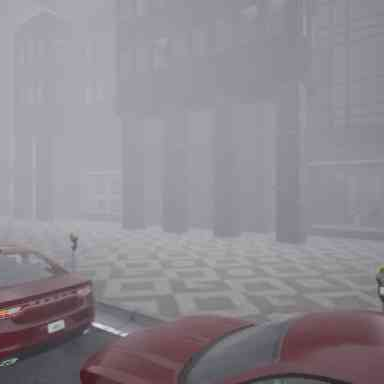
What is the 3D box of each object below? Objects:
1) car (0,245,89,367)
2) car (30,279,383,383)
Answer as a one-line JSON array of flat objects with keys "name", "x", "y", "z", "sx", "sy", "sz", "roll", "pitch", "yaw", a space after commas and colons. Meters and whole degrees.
[{"name": "car", "x": -3.518, "y": 1.551, "z": 5.473, "sx": 4.507, "sy": 1.381, "sz": 1.887, "roll": 0, "pitch": 0, "yaw": 36}, {"name": "car", "x": 1.070, "y": 1.545, "z": 2.199, "sx": 4.507, "sy": 1.381, "sz": 1.887, "roll": 0, "pitch": 0, "yaw": 36}]
